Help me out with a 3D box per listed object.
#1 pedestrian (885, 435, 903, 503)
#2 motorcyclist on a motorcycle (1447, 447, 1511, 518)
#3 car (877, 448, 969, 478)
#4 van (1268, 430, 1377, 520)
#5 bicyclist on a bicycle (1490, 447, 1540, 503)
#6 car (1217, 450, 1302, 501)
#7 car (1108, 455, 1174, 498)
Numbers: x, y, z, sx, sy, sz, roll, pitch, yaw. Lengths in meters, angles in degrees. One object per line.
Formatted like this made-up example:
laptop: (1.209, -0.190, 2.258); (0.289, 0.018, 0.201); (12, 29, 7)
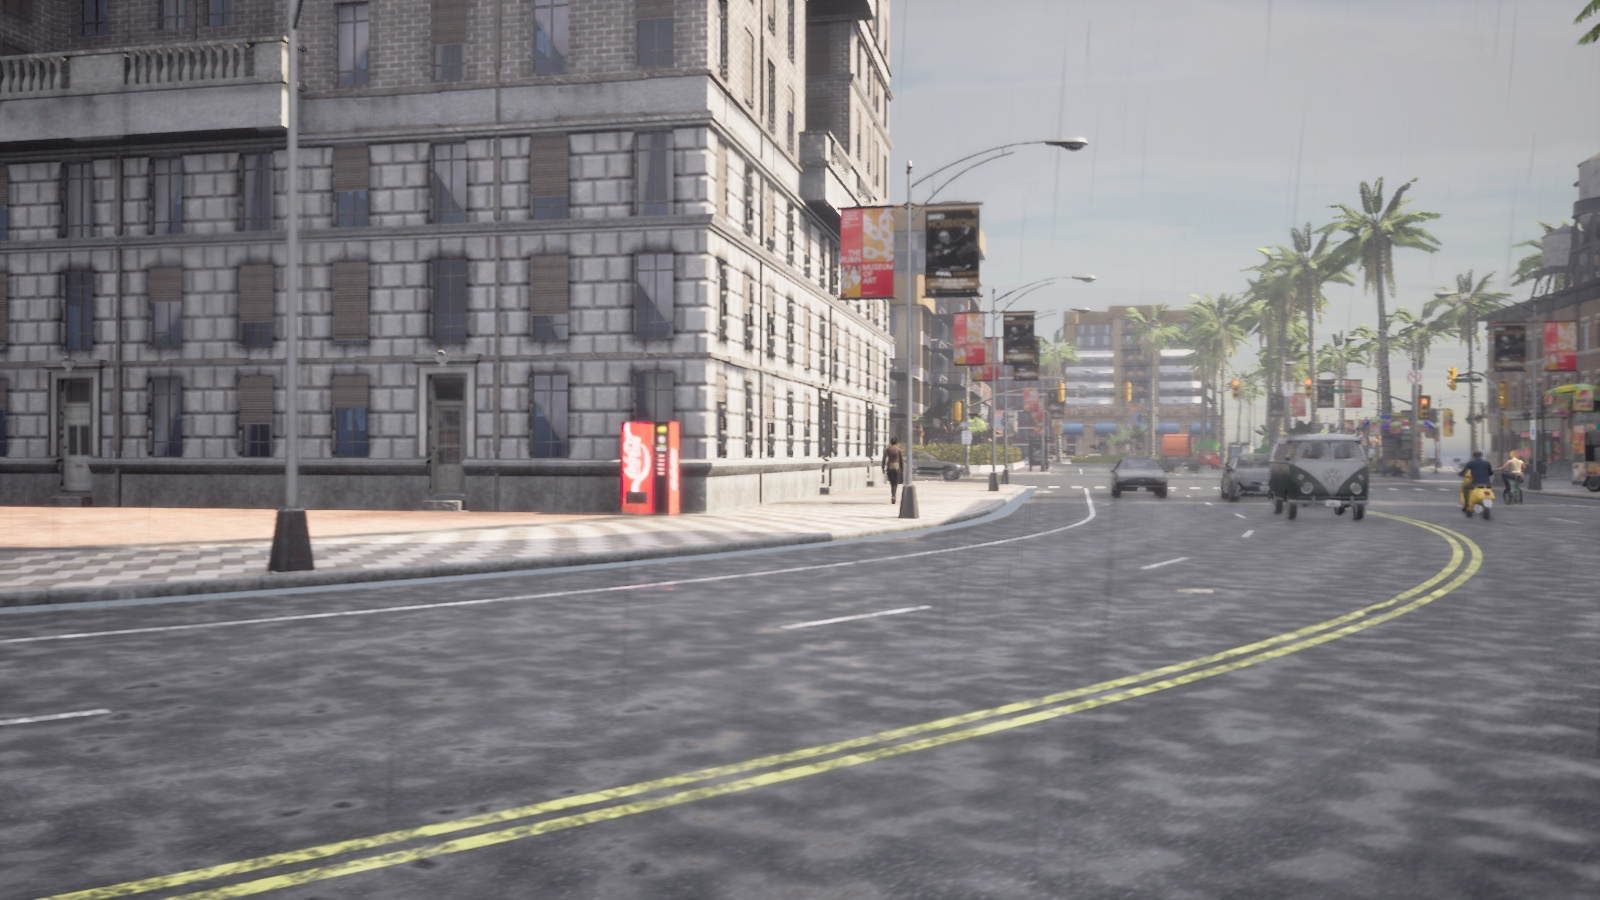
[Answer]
pedestrian: (2.522, 0.504, 33.612); (0.328, 1.805, 0.869); (0, 0, 14)
motorcyclist on a motorcycle: (15.805, 0.754, 29.282); (0.866, 1.590, 1.817); (0, -1, 13)
car: (7.000, 0.736, 71.274); (5.027, 1.651, 2.152); (0, 0, 12)
van: (12.385, 0.563, 30.011); (1.775, 1.987, 4.442); (0, 0, 14)
bicyclist on a bicycle: (21.293, 0.750, 37.436); (0.866, 1.612, 1.509); (0, -2, 12)
car: (14.770, 0.786, 40.595); (2.007, 1.525, 4.514); (0, 0, 13)
car: (12.182, 0.907, 45.088); (2.033, 1.411, 5.357); (0, 0, 13)
